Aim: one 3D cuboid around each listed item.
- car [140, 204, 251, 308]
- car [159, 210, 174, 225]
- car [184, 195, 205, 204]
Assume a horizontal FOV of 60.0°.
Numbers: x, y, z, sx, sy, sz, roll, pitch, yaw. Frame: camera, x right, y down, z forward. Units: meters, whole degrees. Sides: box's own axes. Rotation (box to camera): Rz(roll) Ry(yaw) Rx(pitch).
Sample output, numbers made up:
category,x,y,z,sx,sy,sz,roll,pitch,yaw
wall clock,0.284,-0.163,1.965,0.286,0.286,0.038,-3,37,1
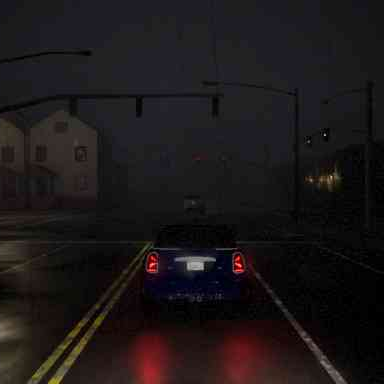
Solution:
category,x,y,z,sx,sy,sz,roll,pitch,yaw
car,0.081,1.352,8.112,2.097,1.767,4.553,0,0,0
car,-3.543,3.673,46.730,1.812,1.442,4.674,-1,-13,-1
car,0.272,1.597,38.538,2.150,2.045,5.566,0,-8,4
